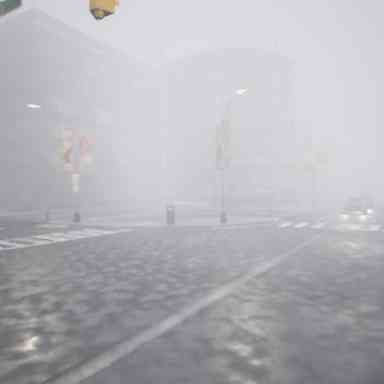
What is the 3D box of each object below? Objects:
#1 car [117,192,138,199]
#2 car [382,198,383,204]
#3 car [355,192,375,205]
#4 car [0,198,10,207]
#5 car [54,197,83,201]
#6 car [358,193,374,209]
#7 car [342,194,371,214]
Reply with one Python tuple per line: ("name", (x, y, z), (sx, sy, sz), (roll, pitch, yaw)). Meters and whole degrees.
("car", (-15.622, 1.074, 79.468), (5.566, 2.045, 2.435), (-1, 0, 31))
("car", (28.123, 1.041, 46.731), (1.994, 1.385, 4.181), (-1, 0, 21))
("car", (24.852, 0.874, 47.994), (2.097, 1.767, 4.553), (-1, 0, 21))
("car", (-30.906, 1.744, 53.540), (4.786, 1.482, 2.161), (-1, 0, 31))
("car", (-18.347, 1.473, 50.717), (4.674, 1.452, 2.002), (-1, 0, 31))
("car", (20.253, 1.102, 39.157), (2.128, 1.511, 4.902), (-1, 0, 32))
("car", (15.313, 1.207, 31.139), (1.837, 1.490, 4.892), (-1, 0, 32))
